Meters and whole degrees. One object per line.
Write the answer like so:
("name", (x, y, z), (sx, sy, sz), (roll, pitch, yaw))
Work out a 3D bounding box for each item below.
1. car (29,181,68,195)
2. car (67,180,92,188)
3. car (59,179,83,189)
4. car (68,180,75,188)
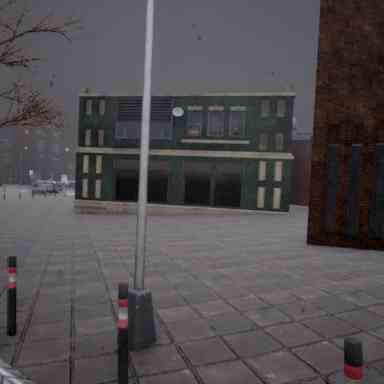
("car", (-20.448, -0.424, 47.314), (2.128, 1.511, 4.902), (3, 2, 16))
("car", (-24.773, -1.704, 73.158), (4.892, 1.521, 2.231), (3, 3, 20))
("car", (-25.687, -1.754, 70.549), (4.553, 1.767, 2.185), (3, 3, 20))
("car", (-26.673, -1.519, 67.979), (4.674, 1.452, 2.002), (3, 3, 20))
